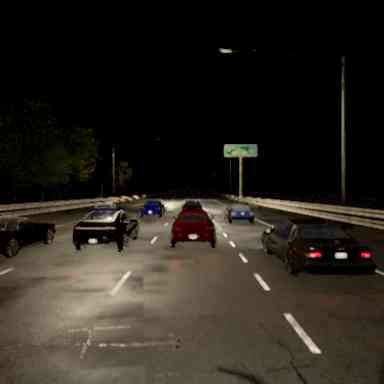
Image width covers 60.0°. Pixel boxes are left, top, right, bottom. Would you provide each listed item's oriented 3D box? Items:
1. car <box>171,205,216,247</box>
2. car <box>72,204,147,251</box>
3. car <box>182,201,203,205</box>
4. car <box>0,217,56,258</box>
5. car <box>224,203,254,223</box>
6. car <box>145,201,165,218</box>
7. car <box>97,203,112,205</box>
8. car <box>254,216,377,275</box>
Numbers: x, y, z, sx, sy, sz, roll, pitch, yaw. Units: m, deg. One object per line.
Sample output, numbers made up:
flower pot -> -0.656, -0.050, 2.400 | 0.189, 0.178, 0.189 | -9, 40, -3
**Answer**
car -> 0.057, 1.520, 14.890 | 1.812, 1.442, 4.674 | 0, 0, 0
car -> -3.447, 1.487, 14.025 | 2.128, 1.511, 4.902 | 0, 0, 0
car -> 0.031, 1.508, 29.962 | 1.812, 1.442, 4.674 | 0, 0, 0
car -> -6.952, 1.596, 12.644 | 1.895, 1.301, 4.718 | 0, 0, 0
car -> 3.506, 1.535, 25.366 | 2.033, 1.411, 5.357 | 0, 0, 0
car -> -3.469, 1.508, 29.995 | 1.812, 1.442, 4.674 | 0, 0, 0
car -> -6.979, 1.586, 27.615 | 1.895, 1.301, 4.718 | 0, 0, 0
car -> 3.534, 1.544, 10.350 | 2.033, 1.411, 5.357 | 0, 0, 0
